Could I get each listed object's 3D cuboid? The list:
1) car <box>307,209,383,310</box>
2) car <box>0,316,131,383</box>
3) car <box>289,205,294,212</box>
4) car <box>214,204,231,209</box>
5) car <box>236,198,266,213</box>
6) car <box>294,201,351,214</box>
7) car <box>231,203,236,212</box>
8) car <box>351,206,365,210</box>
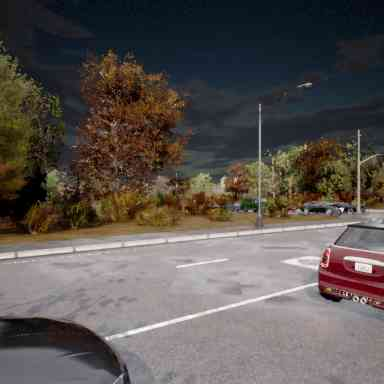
[{"bbox_3d":[4.773,1.362,7.098,4.553,1.767,2.097,0,0,-35],"label":"car"},{"bbox_3d":[-2.718,1.492,1.814,4.902,1.511,2.128,0,0,-35],"label":"car"},{"bbox_3d":[12.107,2.009,45.779,1.882,1.535,5.008,0,-3,-32],"label":"car"},{"bbox_3d":[3.626,2.635,52.773,1.895,1.301,4.718,0,-3,-32],"label":"car"},{"bbox_3d":[8.823,1.767,44.433,2.150,2.045,5.566,0,-3,-32],"label":"car"},{"bbox_3d":[14.052,1.708,36.044,2.128,1.511,4.902,0,-1,-32],"label":"car"},{"bbox_3d":[6.896,2.563,54.135,2.033,1.411,5.357,0,-3,-32],"label":"car"},{"bbox_3d":[17.093,1.826,37.790,1.895,1.301,4.718,0,-1,-32],"label":"car"}]
